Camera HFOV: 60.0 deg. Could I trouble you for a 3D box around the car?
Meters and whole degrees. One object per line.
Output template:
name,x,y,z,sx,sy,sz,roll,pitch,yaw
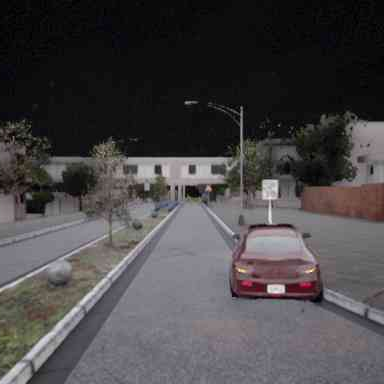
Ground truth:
car,1.966,1.491,8.186,1.812,1.442,4.674,-2,1,12
